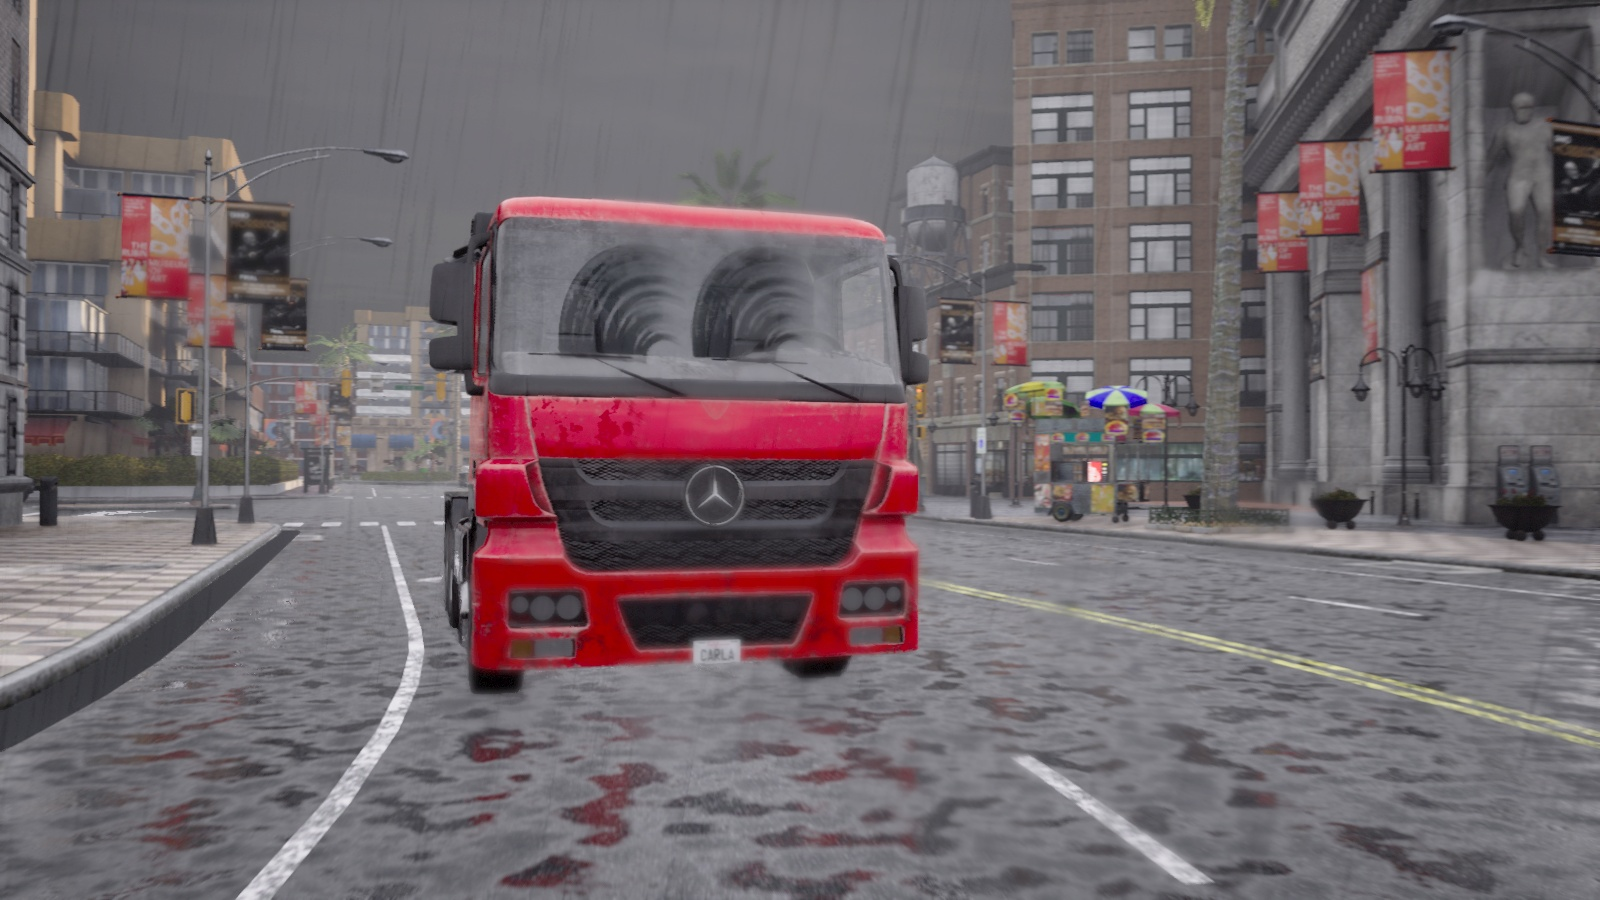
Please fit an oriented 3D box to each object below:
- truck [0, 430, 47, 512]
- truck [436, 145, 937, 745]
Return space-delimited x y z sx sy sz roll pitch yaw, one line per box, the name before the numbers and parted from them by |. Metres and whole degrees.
truck | -36.984 0.917 53.567 7.936 3.462 2.891 0 -1 -20
truck | -1.706 0.033 11.471 2.891 3.462 7.936 0 -1 -18
